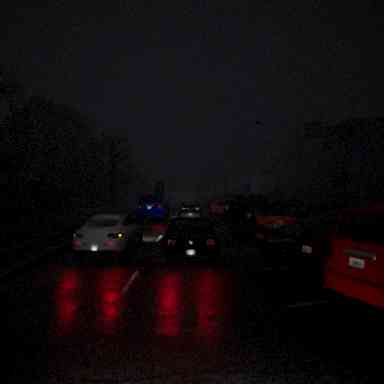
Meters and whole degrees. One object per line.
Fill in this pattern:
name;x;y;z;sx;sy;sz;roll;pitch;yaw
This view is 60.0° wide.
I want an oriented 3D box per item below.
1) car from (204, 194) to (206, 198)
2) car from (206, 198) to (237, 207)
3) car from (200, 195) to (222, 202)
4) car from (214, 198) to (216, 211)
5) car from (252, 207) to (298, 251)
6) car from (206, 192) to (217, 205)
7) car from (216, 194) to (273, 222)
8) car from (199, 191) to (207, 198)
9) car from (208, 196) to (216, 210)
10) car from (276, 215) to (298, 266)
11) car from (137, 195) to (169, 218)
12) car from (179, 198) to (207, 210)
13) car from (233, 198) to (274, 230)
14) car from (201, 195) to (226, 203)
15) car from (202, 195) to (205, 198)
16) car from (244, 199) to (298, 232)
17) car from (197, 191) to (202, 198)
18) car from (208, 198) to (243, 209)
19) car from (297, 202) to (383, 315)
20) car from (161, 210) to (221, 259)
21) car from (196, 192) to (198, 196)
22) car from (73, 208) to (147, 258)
car;4.815;1.517;51.121;4.553;1.767;2.185;1;0;-20
car;4.768;1.698;54.109;4.674;1.452;2.002;1;0;-20
car;4.581;1.580;81.130;4.792;1.488;2.163;1;1;-20
car;5.079;1.515;30.172;5.366;1.575;1.946;1;-1;-20
car;5.019;1.479;12.098;4.892;1.521;2.231;1;0;-20
car;4.850;1.296;36.091;5.566;2.045;2.435;1;0;-20
car;4.969;1.241;24.121;5.566;2.045;2.435;1;-1;-20
car;4.759;1.413;60.133;5.566;2.045;2.435;1;0;-20
car;4.715;1.524;33.036;5.366;1.575;1.946;1;0;-20
car;5.055;1.508;9.114;4.792;1.488;2.163;1;0;-20
car;-3.115;1.241;27.081;2.150;2.045;5.566;0;0;0
car;-0.109;1.514;28.181;2.128;1.511;4.902;0;0;0
car;4.947;1.354;18.094;4.553;1.767;2.185;1;0;-20
car;4.813;1.600;75.208;5.366;1.575;1.946;1;0;-20
car;4.773;1.691;57.134;4.792;1.488;2.163;1;0;-20
car;5.028;1.352;15.109;4.553;1.767;2.185;1;0;-20
car;4.655;1.392;69.113;5.566;2.045;2.435;1;1;-20
car;4.803;1.667;48.109;4.674;1.452;2.002;1;0;-20
car;5.075;1.230;6.111;5.566;2.045;2.435;1;0;-20
car;-0.024;1.592;12.578;1.895;1.301;4.718;0;0;0
car;4.511;1.471;93.136;4.792;1.488;2.163;1;1;-20
car;-3.024;1.518;12.564;1.812;1.442;4.674;0;-1;0
